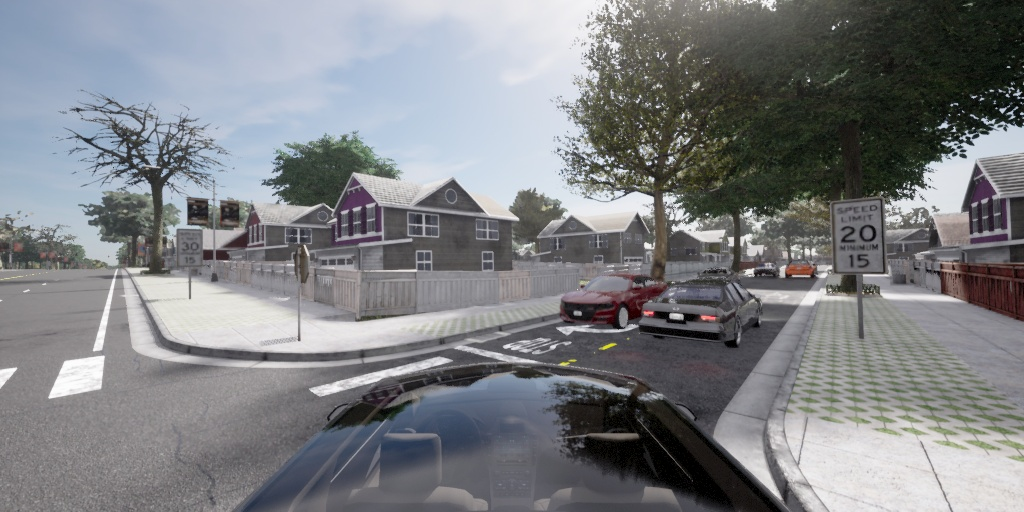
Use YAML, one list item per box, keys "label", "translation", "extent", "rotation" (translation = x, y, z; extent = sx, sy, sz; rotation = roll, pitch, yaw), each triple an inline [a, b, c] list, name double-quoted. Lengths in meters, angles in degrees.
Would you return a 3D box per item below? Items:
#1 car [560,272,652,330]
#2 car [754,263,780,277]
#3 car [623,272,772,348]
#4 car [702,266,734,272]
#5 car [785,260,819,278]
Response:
- label: "car"
  translation: [3.501, 1.311, 11.813]
  extent: [1.882, 1.535, 5.008]
  rotation: [-2, -1, 42]
- label: "car"
  translation: [26.568, 1.414, 37.296]
  extent: [2.033, 1.411, 5.357]
  rotation: [-2, -2, 42]
- label: "car"
  translation: [5.090, 1.301, 9.304]
  extent: [2.033, 1.411, 5.357]
  rotation: [-2, -1, 42]
- label: "car"
  translation: [12.454, 1.361, 21.750]
  extent: [1.812, 1.442, 4.674]
  rotation: [-2, -1, 42]
- label: "car"
  translation: [27.280, 1.134, 33.885]
  extent: [2.097, 1.767, 4.553]
  rotation: [-2, -2, 42]
